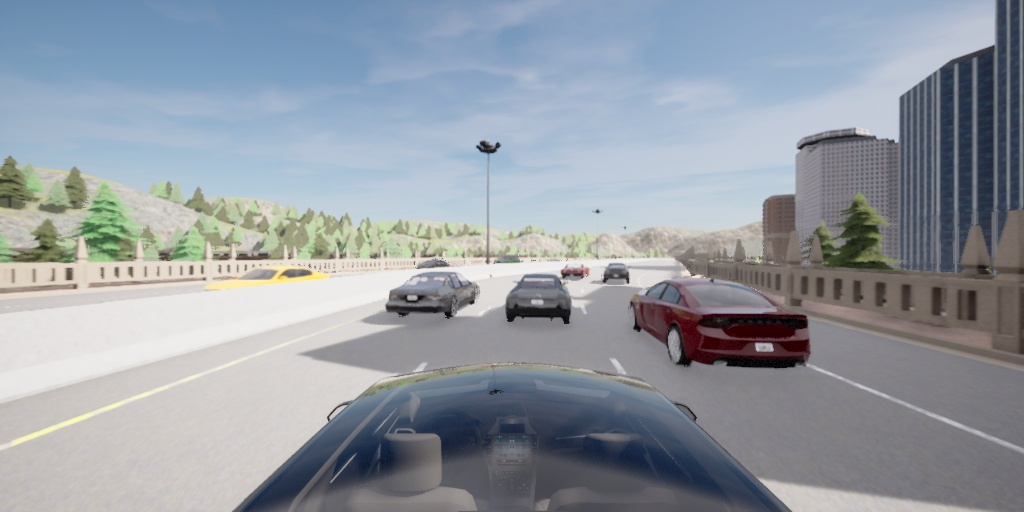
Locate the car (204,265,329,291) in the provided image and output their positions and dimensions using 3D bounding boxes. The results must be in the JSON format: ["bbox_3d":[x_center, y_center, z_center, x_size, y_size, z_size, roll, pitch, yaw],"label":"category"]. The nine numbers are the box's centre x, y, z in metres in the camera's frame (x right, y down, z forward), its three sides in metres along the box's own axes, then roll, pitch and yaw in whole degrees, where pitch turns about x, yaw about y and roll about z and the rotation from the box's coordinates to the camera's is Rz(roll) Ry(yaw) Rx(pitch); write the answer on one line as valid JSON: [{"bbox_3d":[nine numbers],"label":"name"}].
[{"bbox_3d":[-9.513,1.143,14.390,1.882,1.535,5.008,0,0,8],"label":"car"}]

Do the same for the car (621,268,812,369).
[{"bbox_3d":[4.002,1.215,7.886,1.882,1.535,5.008,0,0,4],"label":"car"}]

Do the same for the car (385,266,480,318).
[{"bbox_3d":[-2.551,1.243,12.829,2.033,1.411,5.357,0,0,8],"label":"car"}]

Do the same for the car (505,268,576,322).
[{"bbox_3d":[0.967,1.274,12.169,1.994,1.385,4.181,0,0,7],"label":"car"}]

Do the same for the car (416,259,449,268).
[{"bbox_3d":[-9.190,1.125,41.794,1.837,1.490,4.892,0,0,22],"label":"car"}]

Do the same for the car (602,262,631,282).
[{"bbox_3d":[7.985,1.211,27.304,1.812,1.442,4.674,0,0,18],"label":"car"}]

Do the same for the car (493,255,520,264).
[{"bbox_3d":[-0.726,0.866,52.009,2.150,2.045,5.566,0,0,26],"label":"car"}]

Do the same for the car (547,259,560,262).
[{"bbox_3d":[6.950,1.198,60.126,1.812,1.442,4.674,0,0,25],"label":"car"}]

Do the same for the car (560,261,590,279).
[{"bbox_3d":[5.613,1.273,31.201,1.895,1.301,4.718,0,0,20],"label":"car"}]
